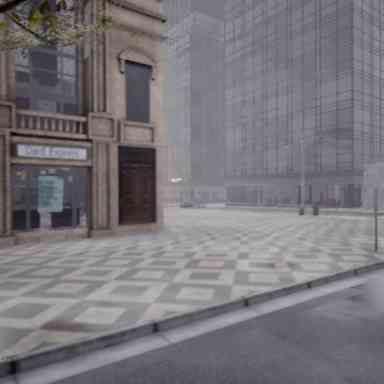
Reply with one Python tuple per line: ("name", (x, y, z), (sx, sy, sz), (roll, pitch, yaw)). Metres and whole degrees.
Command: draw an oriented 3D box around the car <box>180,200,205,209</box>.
("car", (0.077, 1.899, 50.697), (2.128, 1.511, 4.902), (0, -1, -36))
